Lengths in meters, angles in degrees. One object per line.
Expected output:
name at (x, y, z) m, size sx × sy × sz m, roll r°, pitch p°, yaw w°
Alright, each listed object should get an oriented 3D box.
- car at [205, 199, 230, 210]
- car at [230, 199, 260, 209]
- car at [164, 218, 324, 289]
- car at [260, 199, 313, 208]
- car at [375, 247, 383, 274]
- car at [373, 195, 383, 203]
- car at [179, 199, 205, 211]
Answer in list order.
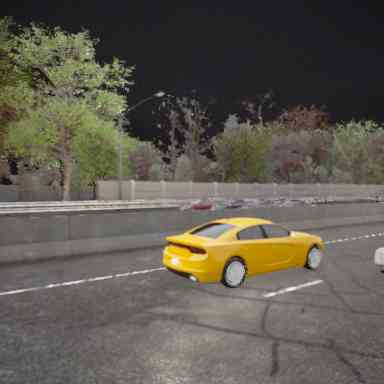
car at (3.985, 1.456, 32.634) m, size 4.892 × 1.490 × 1.837 m, roll 0°, pitch 0°, yaw -35°
car at (6.030, 1.456, 29.793) m, size 4.892 × 1.490 × 1.837 m, roll 0°, pitch 0°, yaw -35°
car at (1.620, 1.462, 9.209) m, size 5.008 × 1.535 × 1.882 m, roll 0°, pitch 0°, yaw -35°
car at (8.087, 1.456, 26.961) m, size 4.892 × 1.490 × 1.837 m, roll 0°, pitch 0°, yaw -35°
car at (6.776, 1.576, 8.584) m, size 4.718 × 1.301 × 1.895 m, roll 0°, pitch 0°, yaw -35°
car at (33.542, 1.253, 57.919) m, size 4.553 × 1.767 × 2.097 m, roll 0°, pitch 0°, yaw -35°
car at (0.848, 1.480, 34.312) m, size 4.674 × 1.442 × 1.812 m, roll 0°, pitch 0°, yaw -38°
